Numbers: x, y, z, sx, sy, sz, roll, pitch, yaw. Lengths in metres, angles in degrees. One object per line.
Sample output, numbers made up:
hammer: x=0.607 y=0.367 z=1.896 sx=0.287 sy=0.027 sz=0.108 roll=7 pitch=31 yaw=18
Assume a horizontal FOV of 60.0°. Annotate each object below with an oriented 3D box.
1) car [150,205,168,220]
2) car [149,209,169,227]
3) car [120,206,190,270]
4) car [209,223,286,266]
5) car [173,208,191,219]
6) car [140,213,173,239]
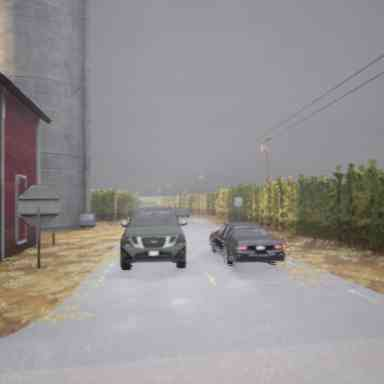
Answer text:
car: x=-4.371 y=2.675 z=43.456 sx=2.097 sy=1.767 sz=4.553 roll=-1 pitch=-2 yaw=-8
car: x=-3.271 y=2.519 z=33.285 sx=1.837 sy=1.490 sz=4.892 roll=-1 pitch=-2 yaw=-5
car: x=-1.450 y=1.627 z=12.988 sx=2.150 sy=2.045 sz=5.566 roll=-1 pitch=-2 yaw=-6
car: x=1.942 y=1.911 z=13.104 sx=2.033 sy=1.411 sz=5.357 roll=-1 pitch=-2 yaw=-6
car: x=-1.525 y=2.947 z=46.795 sx=1.994 sy=1.385 sz=4.181 roll=0 pitch=-2 yaw=-9
car: x=-2.419 y=2.265 z=23.384 sx=2.033 sy=1.411 sz=5.357 roll=-1 pitch=-2 yaw=-5
